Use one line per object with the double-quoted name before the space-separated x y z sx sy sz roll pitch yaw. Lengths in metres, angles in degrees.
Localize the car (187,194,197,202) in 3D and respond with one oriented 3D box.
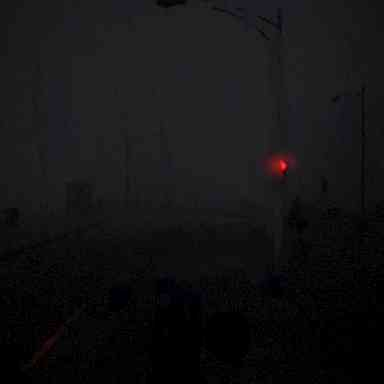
"car" -0.022 1.117 62.691 1.812 1.442 4.674 0 0 0
